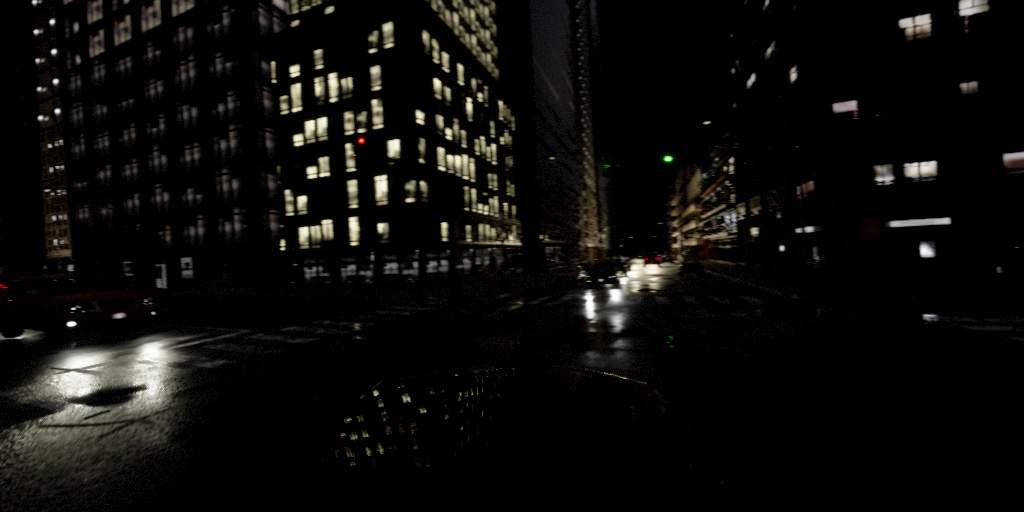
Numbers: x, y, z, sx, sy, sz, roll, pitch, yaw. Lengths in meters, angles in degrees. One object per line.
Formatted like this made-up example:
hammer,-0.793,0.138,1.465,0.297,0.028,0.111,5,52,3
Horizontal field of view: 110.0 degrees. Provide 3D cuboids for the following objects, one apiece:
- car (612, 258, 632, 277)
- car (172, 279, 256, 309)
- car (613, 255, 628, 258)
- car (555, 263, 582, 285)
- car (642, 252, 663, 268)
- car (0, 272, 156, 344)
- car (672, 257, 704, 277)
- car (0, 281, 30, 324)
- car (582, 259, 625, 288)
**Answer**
car,9.572,1.165,32.747,1.994,1.385,4.181,-3,-1,21
car,-15.523,1.870,18.639,4.829,1.417,1.751,0,0,21
car,13.082,1.020,42.100,2.128,1.511,4.902,-3,-1,21
car,4.400,1.297,26.269,1.751,1.417,4.829,0,0,21
car,19.206,0.543,49.391,2.150,2.045,5.566,-3,-1,21
car,-14.789,1.601,12.147,5.566,2.045,2.150,-2,1,21
car,14.283,0.906,28.777,2.007,1.370,4.403,0,0,21
car,-23.827,2.082,15.691,4.553,1.767,2.097,-2,1,21
car,6.084,1.178,23.479,1.837,1.490,4.892,-3,-1,21
